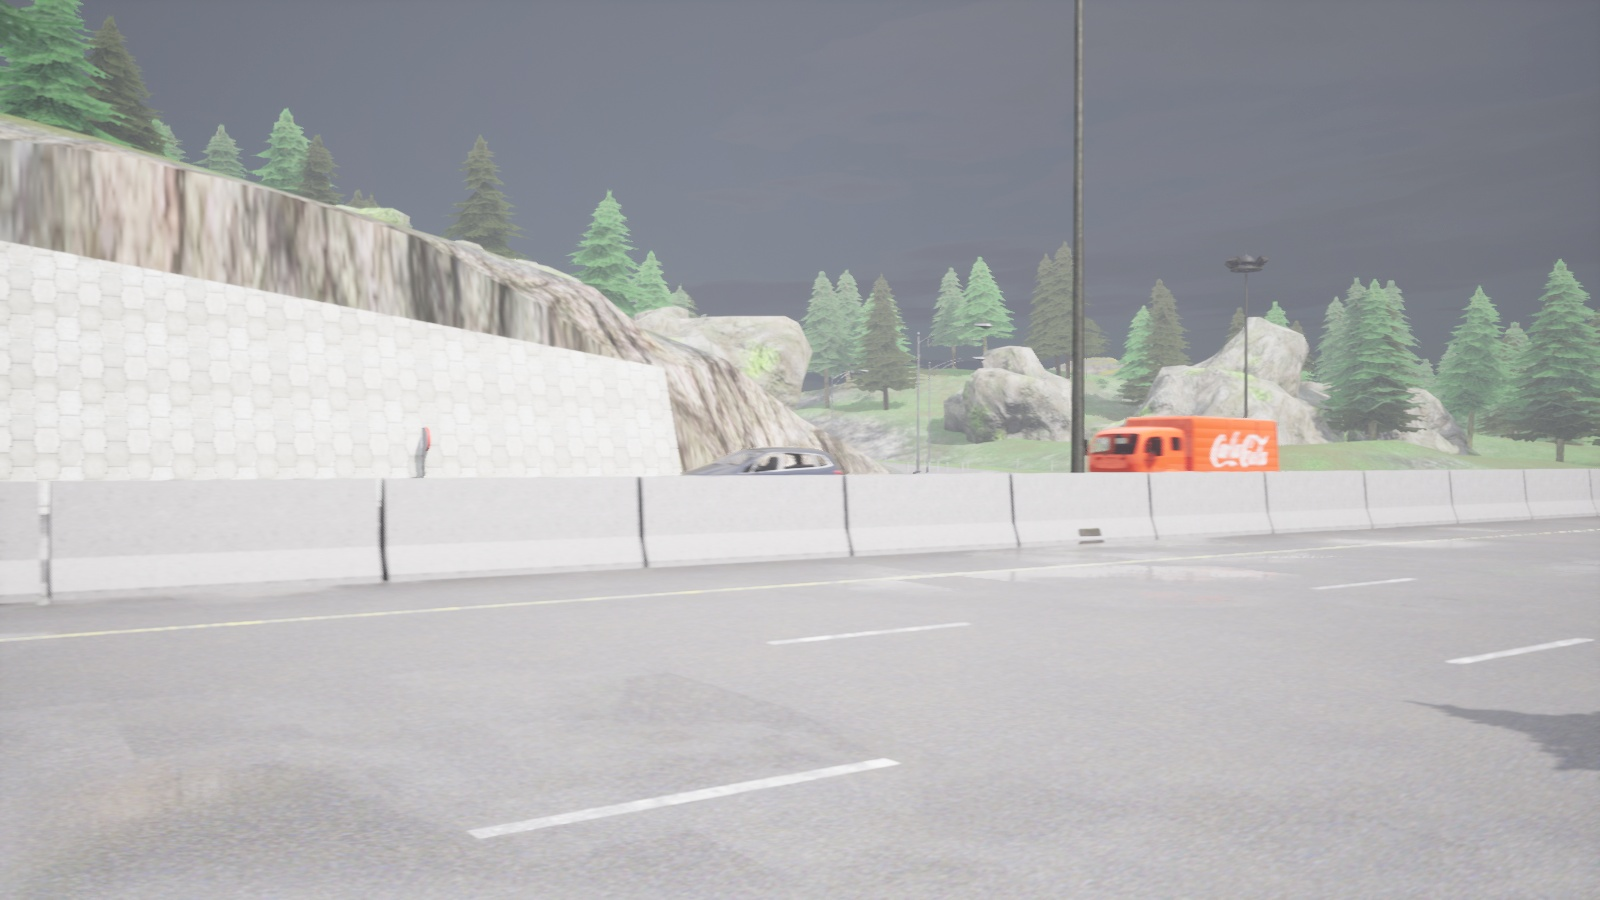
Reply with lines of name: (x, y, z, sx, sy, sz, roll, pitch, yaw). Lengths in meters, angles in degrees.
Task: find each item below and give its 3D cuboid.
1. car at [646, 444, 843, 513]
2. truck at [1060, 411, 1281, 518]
car: (-1.397, 0.698, 32.537, 4.611, 1.667, 2.242, 0, 0, -35)
truck: (9.315, 0.358, 31.465, 5.204, 2.467, 2.627, 0, 0, -35)
